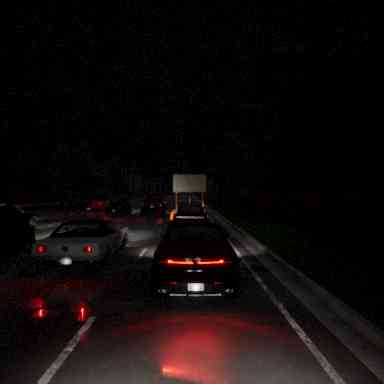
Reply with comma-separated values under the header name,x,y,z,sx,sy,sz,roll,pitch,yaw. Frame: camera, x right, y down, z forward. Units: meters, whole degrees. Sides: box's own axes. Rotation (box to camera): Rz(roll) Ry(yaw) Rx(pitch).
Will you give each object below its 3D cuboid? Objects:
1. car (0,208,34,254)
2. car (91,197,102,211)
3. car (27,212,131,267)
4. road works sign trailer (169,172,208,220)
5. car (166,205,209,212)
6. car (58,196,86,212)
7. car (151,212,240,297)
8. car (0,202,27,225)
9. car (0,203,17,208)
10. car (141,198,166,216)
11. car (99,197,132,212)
name,x,y,z,sx,sy,sz,roll,pitch,yaw
car,-6.960,1.489,10.918,2.128,1.511,4.902,0,0,0
car,-10.689,1.344,40.499,2.097,1.767,4.553,0,0,-1
car,-3.461,1.598,11.325,1.895,1.301,4.718,0,0,0
road works sign trailer,-0.167,0.458,22.799,2.380,3.560,2.880,0,0,-3
car,-0.043,1.483,18.929,2.128,1.511,4.902,0,0,1
car,-14.185,1.342,39.583,2.097,1.767,4.553,0,0,-1
car,0.055,1.502,8.544,1.837,1.490,4.892,0,0,0
car,-14.063,1.519,24.286,1.812,1.442,4.674,0,0,0
car,-10.516,1.472,18.235,1.882,1.535,5.008,0,0,0
car,-3.633,1.342,32.277,2.097,1.767,4.553,0,0,0
car,-7.129,1.484,32.626,2.128,1.511,4.902,0,0,0
